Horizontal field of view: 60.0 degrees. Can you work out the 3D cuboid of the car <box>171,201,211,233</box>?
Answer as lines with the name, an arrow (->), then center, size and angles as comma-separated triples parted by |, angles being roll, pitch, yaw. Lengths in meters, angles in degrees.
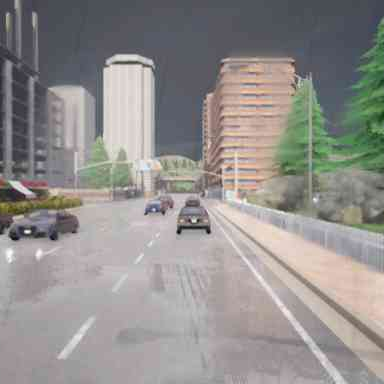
car -> 0.094, 1.481, 19.130 | 2.033, 1.411, 5.357 | 0, 0, 0

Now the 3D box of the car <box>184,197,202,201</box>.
car -> 0.079, 1.365, 40.491 | 1.837, 1.490, 4.892 | 0, 0, 0

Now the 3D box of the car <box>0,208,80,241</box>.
car -> -7.041, 1.508, 16.246 | 1.994, 1.385, 4.181 | 0, 0, 1

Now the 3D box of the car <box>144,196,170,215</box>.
car -> -3.403, 1.415, 31.905 | 1.812, 1.442, 4.674 | 0, 0, 0

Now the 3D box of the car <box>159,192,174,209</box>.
car -> -3.463, 1.203, 43.292 | 2.097, 1.767, 4.553 | 0, 0, 0
